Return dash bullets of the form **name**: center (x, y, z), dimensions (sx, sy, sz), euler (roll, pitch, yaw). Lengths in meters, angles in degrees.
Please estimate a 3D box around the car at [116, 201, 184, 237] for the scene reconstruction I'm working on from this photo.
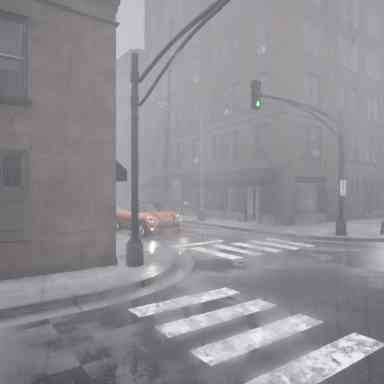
- **car**: center (-2.362, 1.263, 17.521), dimensions (2.097, 1.767, 4.553), euler (0, 0, -35)
